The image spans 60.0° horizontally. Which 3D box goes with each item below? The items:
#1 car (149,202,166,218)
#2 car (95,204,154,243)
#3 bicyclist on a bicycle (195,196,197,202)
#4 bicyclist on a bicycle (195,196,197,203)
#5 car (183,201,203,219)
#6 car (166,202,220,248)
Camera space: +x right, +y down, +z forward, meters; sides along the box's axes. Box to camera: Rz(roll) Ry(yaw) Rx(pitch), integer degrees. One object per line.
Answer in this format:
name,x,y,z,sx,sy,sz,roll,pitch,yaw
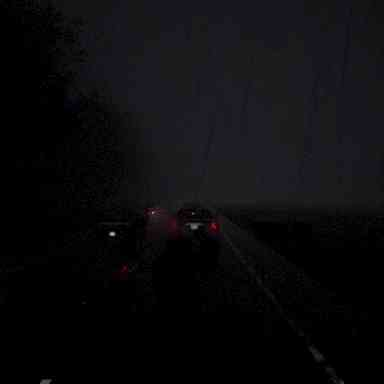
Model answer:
car,-3.396,1.700,32.279,1.837,1.490,4.892,0,0,0
car,-3.399,1.593,16.628,2.128,1.511,4.902,0,0,0
bicyclist on a bicycle,0.980,1.840,77.728,0.659,1.776,1.843,0,0,0
bicyclist on a bicycle,0.983,1.979,86.732,0.582,1.620,1.656,0,-1,0
car,0.104,1.700,32.265,1.837,1.490,4.892,0,0,0
car,0.098,1.446,15.504,2.097,1.767,4.553,0,0,0
